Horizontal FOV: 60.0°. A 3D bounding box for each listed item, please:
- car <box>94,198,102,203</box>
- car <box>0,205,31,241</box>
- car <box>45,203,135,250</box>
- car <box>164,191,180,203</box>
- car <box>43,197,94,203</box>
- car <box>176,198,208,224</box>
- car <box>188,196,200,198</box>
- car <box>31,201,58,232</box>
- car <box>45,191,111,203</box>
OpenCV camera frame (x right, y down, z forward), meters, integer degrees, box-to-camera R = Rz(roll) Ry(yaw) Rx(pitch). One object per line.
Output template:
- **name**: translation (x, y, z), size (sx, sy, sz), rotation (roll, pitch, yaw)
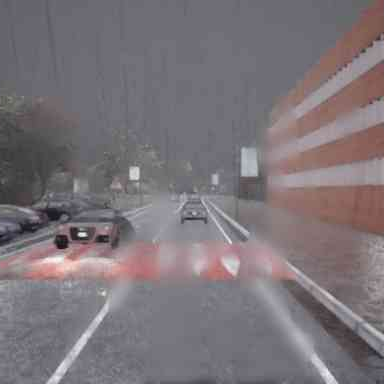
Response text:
- **car**: translation (-9.491, 1.279, 24.785), size (4.674, 1.452, 2.002), rotation (0, 1, 0)
- **car**: translation (-9.441, 1.378, 13.481), size (4.674, 1.452, 2.002), rotation (0, 0, 0)
- **car**: translation (-3.333, 1.302, 12.121), size (1.994, 1.385, 4.181), rotation (0, -6, 0)
- **car**: translation (-3.008, 1.042, 54.829), size (2.128, 1.511, 4.902), rotation (0, 1, 1)
- **car**: translation (-9.474, 1.266, 21.957), size (5.008, 1.535, 2.097), rotation (0, 1, 0)
- **car**: translation (0.157, 1.384, 23.434), size (2.033, 1.411, 5.357), rotation (0, 0, 0)
- **car**: translation (0.276, 1.177, 41.419), size (2.128, 1.511, 4.902), rotation (0, 1, 1)
- **car**: translation (-9.449, 1.355, 16.307), size (4.674, 1.452, 2.002), rotation (0, 0, 0)
- **car**: translation (-9.479, 0.961, 27.607), size (5.566, 2.045, 2.435), rotation (0, 1, 0)
